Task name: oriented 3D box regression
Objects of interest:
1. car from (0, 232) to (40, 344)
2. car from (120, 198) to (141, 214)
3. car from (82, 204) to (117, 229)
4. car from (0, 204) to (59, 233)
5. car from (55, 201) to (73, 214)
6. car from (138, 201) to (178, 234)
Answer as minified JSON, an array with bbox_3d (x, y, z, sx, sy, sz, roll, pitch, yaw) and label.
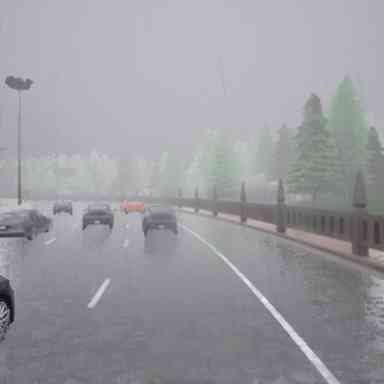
[{"bbox_3d":[-3.645,1.507,3.323,2.128,1.511,4.902,0,0,-2],"label":"car"},{"bbox_3d":[-6.437,1.392,35.663,2.097,1.767,4.553,0,0,-19],"label":"car"},{"bbox_3d":[-6.117,1.538,22.064,1.837,1.490,4.892,0,0,-12],"label":"car"},{"bbox_3d":[-8.547,1.587,16.761,2.033,1.411,5.357,0,0,-10],"label":"car"},{"bbox_3d":[-13.879,1.670,35.820,1.895,1.301,4.718,0,0,-21],"label":"car"},{"bbox_3d":[-1.978,1.521,19.333,1.837,1.490,4.892,0,0,-10],"label":"car"}]
